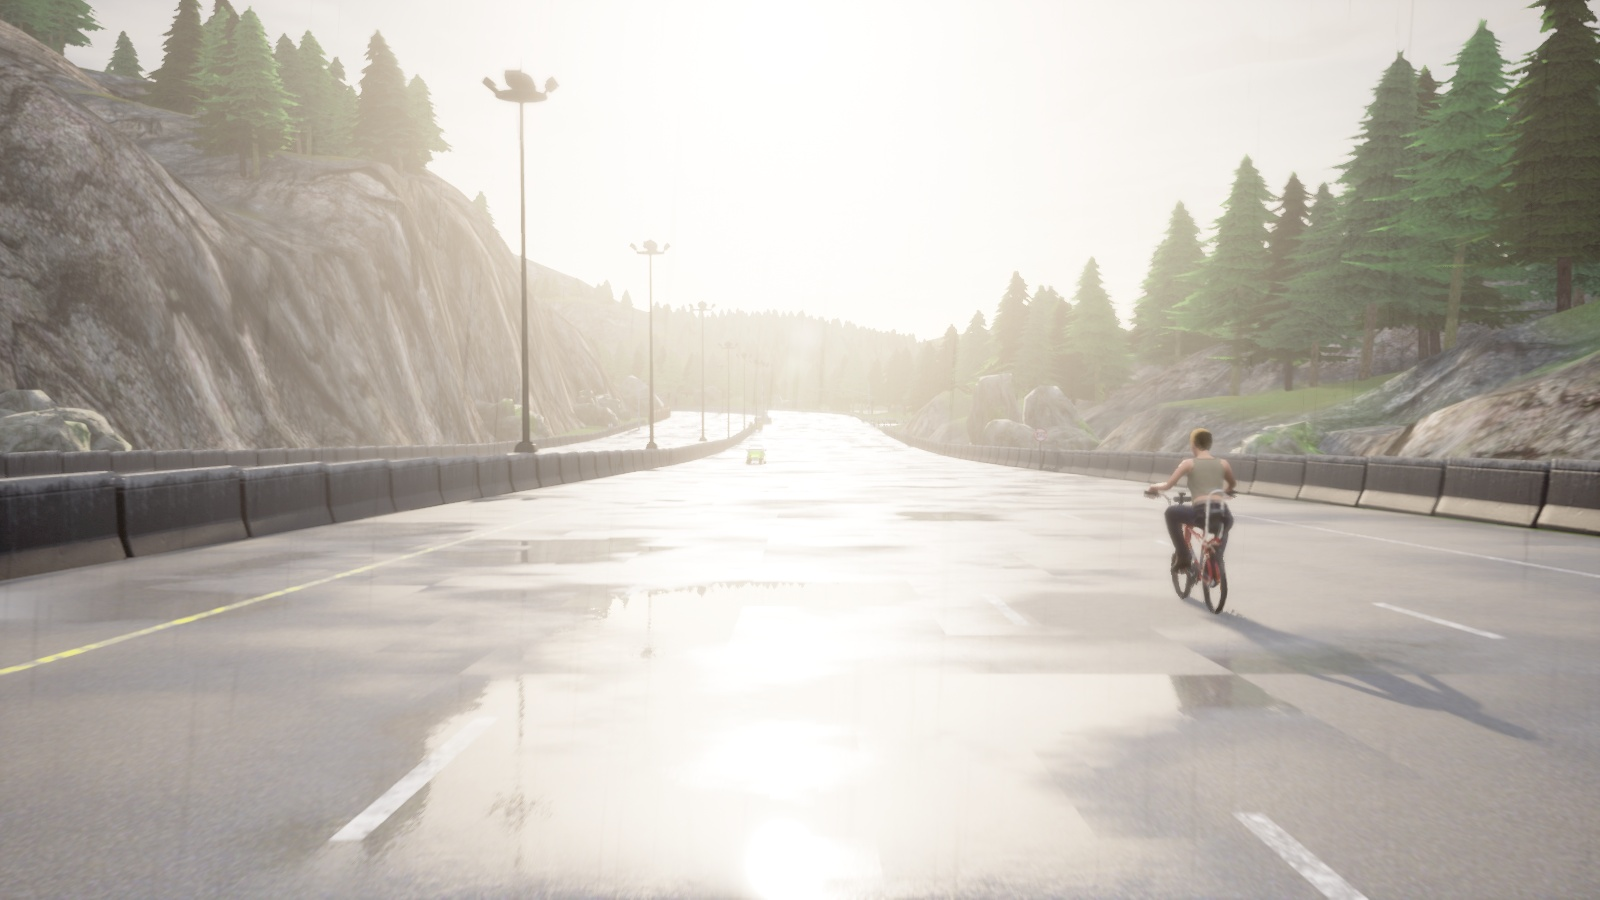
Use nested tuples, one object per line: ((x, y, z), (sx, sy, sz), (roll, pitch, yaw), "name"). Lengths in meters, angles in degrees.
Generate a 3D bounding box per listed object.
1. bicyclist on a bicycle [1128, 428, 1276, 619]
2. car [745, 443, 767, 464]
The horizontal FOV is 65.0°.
((3.603, 0.617, 11.386), (0.866, 1.612, 1.509), (0, 0, 0), "bicyclist on a bicycle")
((-2.998, 0.234, 85.829), (1.481, 1.376, 2.207), (0, 1, 0), "car")
